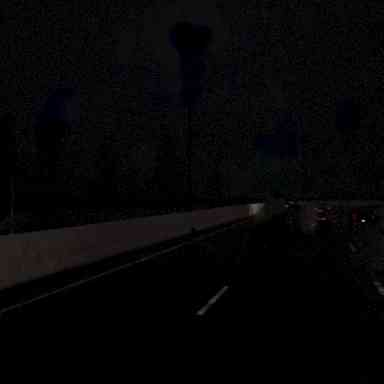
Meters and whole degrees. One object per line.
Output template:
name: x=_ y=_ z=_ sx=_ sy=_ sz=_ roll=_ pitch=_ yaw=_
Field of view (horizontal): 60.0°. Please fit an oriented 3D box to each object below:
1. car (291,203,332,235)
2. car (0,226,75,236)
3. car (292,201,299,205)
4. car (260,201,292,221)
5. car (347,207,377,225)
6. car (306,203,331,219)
car: x=7.538 y=1.704 z=20.571 sx=2.128 sy=1.511 sz=4.902 roll=0 pitch=0 yaw=21
car: x=-6.620 y=1.543 z=13.343 sx=1.812 sy=1.442 sz=4.674 roll=0 pitch=0 yaw=21
car: x=12.356 y=1.888 z=40.731 sx=2.128 sy=1.511 sz=4.902 roll=0 pitch=0 yaw=28
car: x=7.700 y=1.633 z=30.650 sx=2.097 sy=1.767 sz=4.553 roll=0 pitch=0 yaw=22
car: x=13.926 y=1.926 z=27.475 sx=1.895 sy=1.301 sz=4.718 roll=0 pitch=0 yaw=22
car: x=13.368 y=1.916 z=34.934 sx=2.033 sy=1.411 sz=5.357 roll=0 pitch=0 yaw=25
